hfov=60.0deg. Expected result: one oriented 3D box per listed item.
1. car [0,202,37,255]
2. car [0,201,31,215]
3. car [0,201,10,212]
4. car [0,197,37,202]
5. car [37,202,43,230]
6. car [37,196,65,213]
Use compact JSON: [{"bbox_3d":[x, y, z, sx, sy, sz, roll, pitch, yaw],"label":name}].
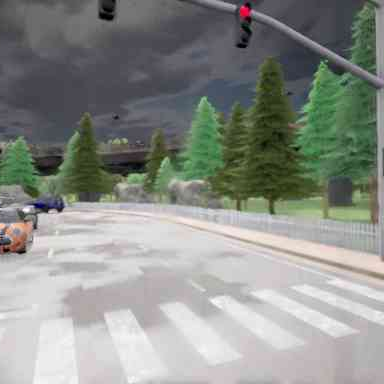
[{"bbox_3d":[-7.722,1.465,13.483,2.097,1.767,4.553,-1,0,-21],"label":"car"},{"bbox_3d":[-21.490,1.816,39.117,4.902,1.511,2.128,-1,0,30],"label":"car"},{"bbox_3d":[-27.607,1.978,45.663,4.181,1.385,1.994,-1,0,12],"label":"car"},{"bbox_3d":[-16.740,1.473,30.855,2.150,2.045,5.566,-1,0,-44],"label":"car"},{"bbox_3d":[-11.152,1.659,21.958,2.128,1.511,4.902,-1,0,-24],"label":"car"},{"bbox_3d":[-18.144,1.502,41.183,5.566,2.045,2.150,-1,0,32],"label":"car"}]
